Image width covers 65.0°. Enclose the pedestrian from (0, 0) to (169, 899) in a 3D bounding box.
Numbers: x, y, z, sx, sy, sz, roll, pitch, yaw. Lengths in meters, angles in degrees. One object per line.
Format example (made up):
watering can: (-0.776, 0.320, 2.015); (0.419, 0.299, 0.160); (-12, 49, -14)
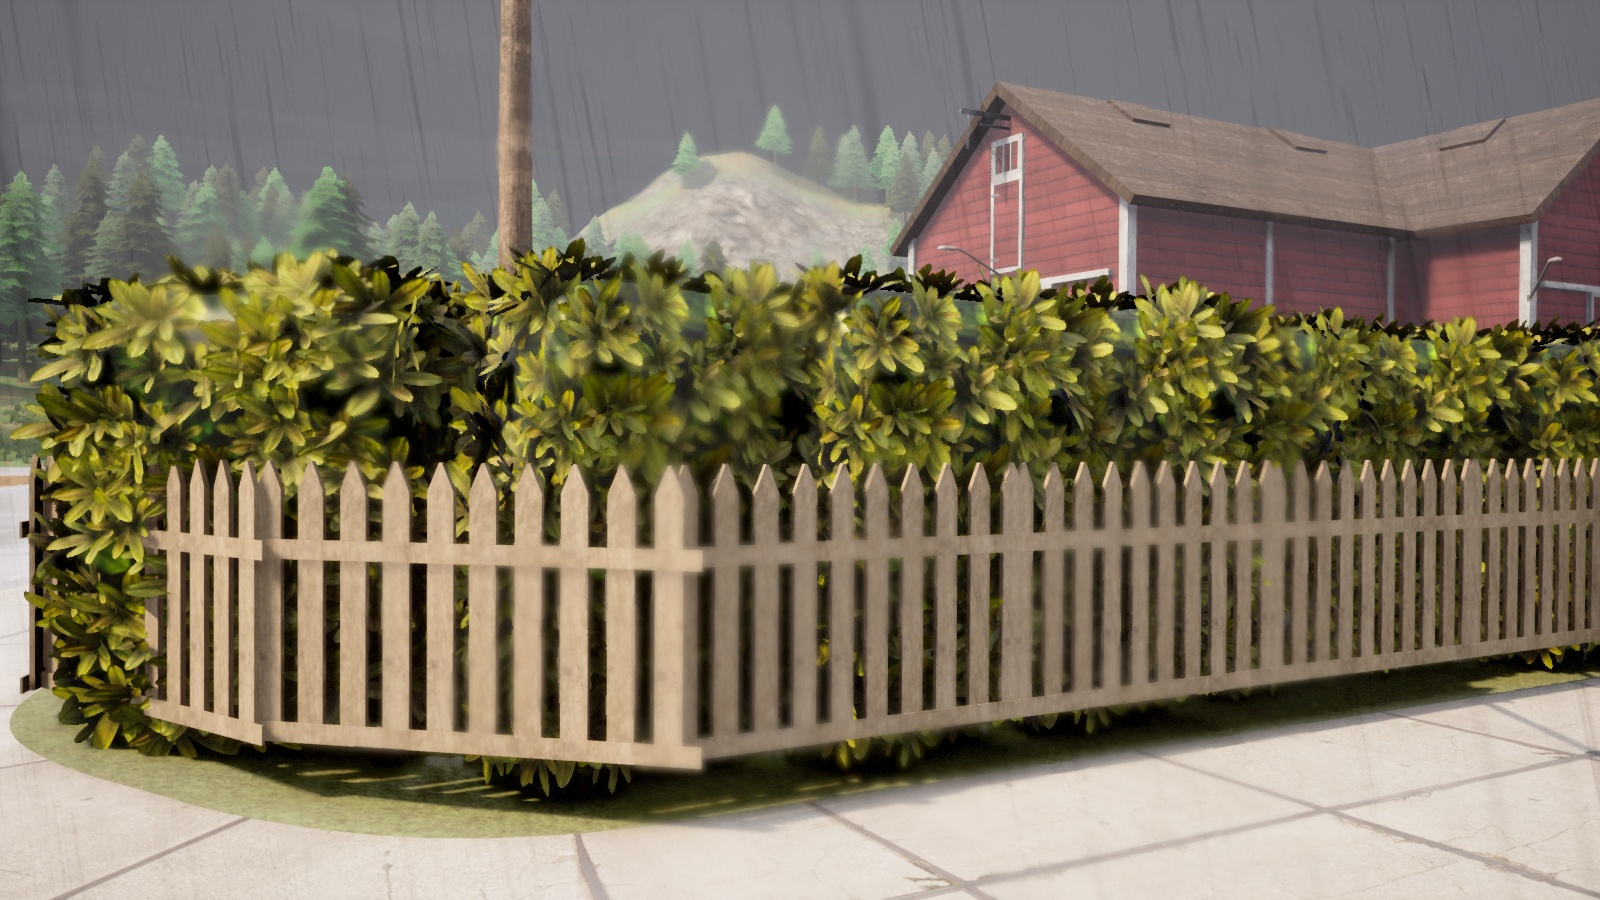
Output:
pedestrian: (-0.938, 0.594, 0.746); (0.900, 1.855, 0.874); (-1, 1, -35)
